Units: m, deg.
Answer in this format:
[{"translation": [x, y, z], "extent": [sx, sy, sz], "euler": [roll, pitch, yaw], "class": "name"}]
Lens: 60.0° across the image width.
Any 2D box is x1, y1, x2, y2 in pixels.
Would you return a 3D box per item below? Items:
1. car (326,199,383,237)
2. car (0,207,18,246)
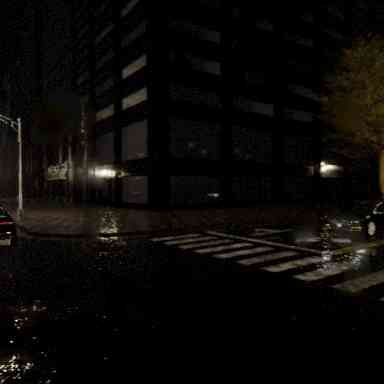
[{"translation": [8.247, 1.129, 15.609], "extent": [4.892, 1.490, 1.837], "euler": [-1, 1, -36], "class": "car"}, {"translation": [-8.510, 1.349, 13.734], "extent": [2.128, 1.511, 4.902], "euler": [-1, 1, -36], "class": "car"}]
